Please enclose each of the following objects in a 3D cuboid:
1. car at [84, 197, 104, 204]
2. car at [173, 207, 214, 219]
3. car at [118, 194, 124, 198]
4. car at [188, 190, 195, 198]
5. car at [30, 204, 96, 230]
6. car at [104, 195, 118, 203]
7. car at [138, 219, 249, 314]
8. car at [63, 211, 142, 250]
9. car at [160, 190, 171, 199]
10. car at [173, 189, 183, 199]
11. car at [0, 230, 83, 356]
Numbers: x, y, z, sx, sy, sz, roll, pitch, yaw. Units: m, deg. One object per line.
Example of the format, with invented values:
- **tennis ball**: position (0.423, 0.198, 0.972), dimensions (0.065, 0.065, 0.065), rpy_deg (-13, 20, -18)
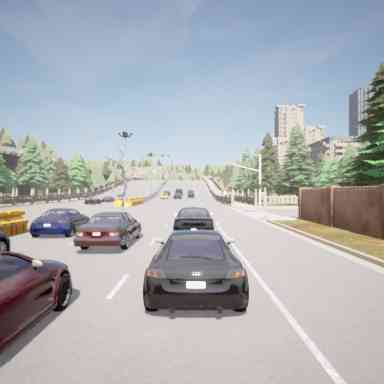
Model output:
- **car**: position (-17.651, 1.595, 59.287), dimensions (1.895, 1.301, 4.718), rpy_deg (0, 0, 0)
- **car**: position (0.078, 1.476, 16.706), dimensions (1.882, 1.535, 5.008), rpy_deg (0, 0, 0)
- **car**: position (-17.694, 1.280, 82.405), dimensions (1.812, 1.442, 4.674), rpy_deg (0, 2, 0)
- **car**: position (-0.246, 0.830, 90.037), dimensions (1.837, 1.490, 4.892), rpy_deg (0, 4, 0)
- **car**: position (-6.925, 1.562, 17.905), dimensions (1.994, 1.385, 4.181), rpy_deg (0, 0, 0)
- **car**: position (-17.609, 1.532, 69.835), dimensions (2.033, 1.411, 5.357), rpy_deg (0, 0, 0)
- **car**: position (0.086, 1.563, 7.716), dimensions (1.994, 1.385, 4.181), rpy_deg (0, 0, 1)
- **car**: position (-3.413, 1.546, 14.347), dimensions (2.033, 1.411, 5.357), rpy_deg (0, 0, 0)
- **car**: position (-7.225, 1.015, 86.877), dimensions (1.882, 1.535, 5.008), rpy_deg (0, 3, 0)
- **car**: position (-3.725, 0.895, 86.864), dimensions (2.097, 1.767, 4.553), rpy_deg (0, 3, 0)
- **car**: position (-3.412, 1.563, 5.106), dimensions (1.994, 1.385, 4.181), rpy_deg (0, 0, 0)
